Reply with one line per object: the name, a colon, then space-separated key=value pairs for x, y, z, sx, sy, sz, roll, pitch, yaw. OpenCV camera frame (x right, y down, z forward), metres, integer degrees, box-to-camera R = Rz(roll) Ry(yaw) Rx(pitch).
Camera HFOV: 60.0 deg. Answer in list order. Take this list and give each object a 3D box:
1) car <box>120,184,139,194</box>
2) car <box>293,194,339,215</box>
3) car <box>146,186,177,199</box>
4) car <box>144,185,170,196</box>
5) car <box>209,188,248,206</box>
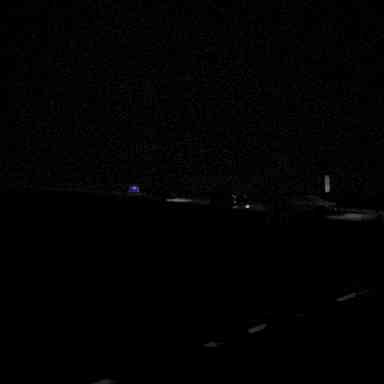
car: x=-11.637 y=-0.686 z=61.991 sx=2.097 sy=1.767 sz=4.553 roll=-4 pitch=4 yaw=-35
car: x=9.583 y=0.937 z=27.172 sx=1.812 sy=1.442 sz=4.674 roll=-4 pitch=4 yaw=-35
car: x=-3.904 y=0.128 z=46.208 sx=2.128 sy=1.511 sz=4.902 roll=-4 pitch=4 yaw=-35
car: x=-5.692 y=-0.244 z=53.715 sx=2.128 sy=1.511 sz=4.902 roll=-4 pitch=4 yaw=-35
car: x=3.781 y=0.428 z=35.337 sx=2.097 sy=1.767 sz=4.553 roll=-4 pitch=4 yaw=-35
